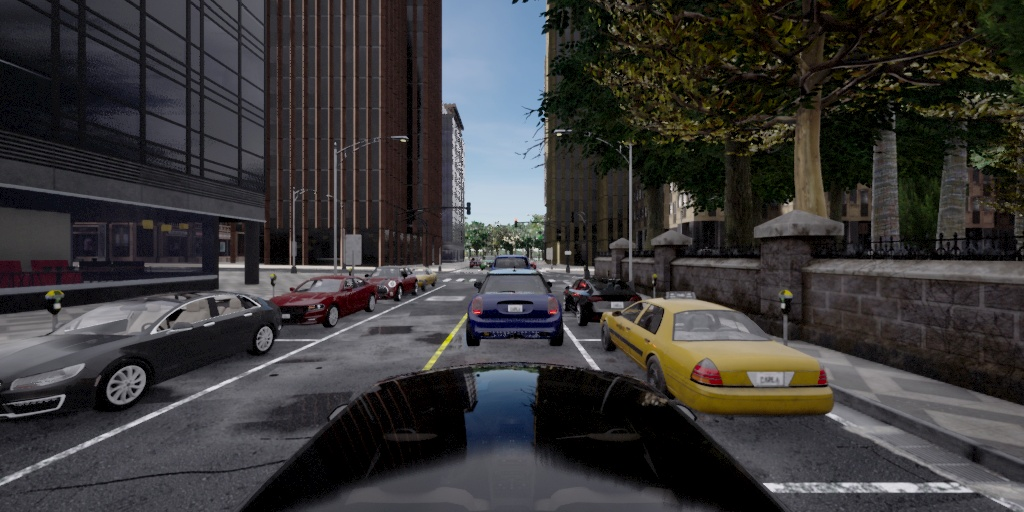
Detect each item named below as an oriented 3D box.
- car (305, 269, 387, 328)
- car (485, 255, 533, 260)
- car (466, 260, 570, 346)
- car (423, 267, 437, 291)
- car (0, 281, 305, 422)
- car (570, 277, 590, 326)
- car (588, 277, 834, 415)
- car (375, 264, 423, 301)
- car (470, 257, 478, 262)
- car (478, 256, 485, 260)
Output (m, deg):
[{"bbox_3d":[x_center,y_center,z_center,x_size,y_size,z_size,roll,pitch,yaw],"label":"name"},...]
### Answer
[{"bbox_3d":[-5.783,1.294,11.405,1.888,1.381,4.507,0,0,0],"label":"car"},{"bbox_3d":[-0.031,0.970,18.961,2.150,2.045,5.566,0,0,0],"label":"car"},{"bbox_3d":[0.037,1.101,9.526,2.097,1.767,4.553,0,0,-1],"label":"car"},{"bbox_3d":[-5.806,1.274,22.149,1.751,1.417,4.829,0,0,0],"label":"car"},{"bbox_3d":[-5.772,1.300,5.948,2.007,1.370,4.403,0,0,0],"label":"car"},{"bbox_3d":[2.742,1.315,11.425,1.948,1.339,4.313,0,0,0],"label":"car"},{"bbox_3d":[2.753,1.275,6.138,1.751,1.417,4.829,0,0,0],"label":"car"},{"bbox_3d":[-5.795,1.188,16.862,1.967,1.591,4.097,0,0,0],"label":"car"},{"bbox_3d":[-5.884,1.071,59.726,2.192,1.841,5.009,0,0,0],"label":"car"},{"bbox_3d":[-3.205,0.975,51.202,2.150,2.045,5.566,0,0,-1],"label":"car"}]
